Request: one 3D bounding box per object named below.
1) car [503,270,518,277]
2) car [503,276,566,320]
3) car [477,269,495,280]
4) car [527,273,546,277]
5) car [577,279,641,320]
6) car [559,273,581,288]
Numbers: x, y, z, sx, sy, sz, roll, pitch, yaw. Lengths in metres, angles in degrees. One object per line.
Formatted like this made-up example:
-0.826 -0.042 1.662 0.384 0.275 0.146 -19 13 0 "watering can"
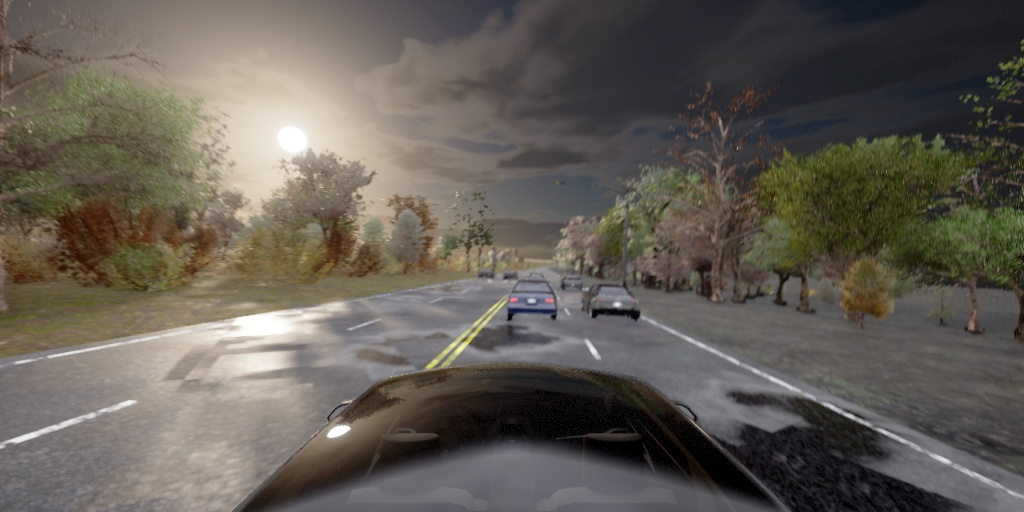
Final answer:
-0.107 2.561 47.990 2.033 1.411 5.357 3 -2 5 "car"
0.820 1.669 14.418 2.033 1.411 5.357 1 -3 4 "car"
-3.342 2.406 48.261 2.033 1.411 5.357 3 -2 5 "car"
2.327 2.340 34.628 1.994 1.385 4.181 3 -2 4 "car"
4.221 1.922 15.873 1.994 1.385 4.181 2 -2 4 "car"
5.535 2.395 33.905 2.128 1.511 4.902 3 -1 4 "car"
